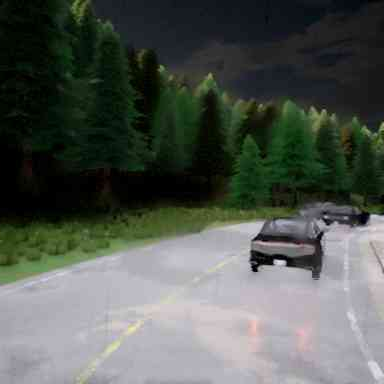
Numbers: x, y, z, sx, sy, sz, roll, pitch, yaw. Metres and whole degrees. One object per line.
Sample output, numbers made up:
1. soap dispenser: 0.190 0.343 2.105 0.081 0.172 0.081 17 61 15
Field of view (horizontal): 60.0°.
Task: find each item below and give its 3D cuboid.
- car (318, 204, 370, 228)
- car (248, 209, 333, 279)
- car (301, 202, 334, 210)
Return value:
1. car: 10.827 1.706 23.172 1.895 1.301 4.718 1 1 42
2. car: 3.100 1.520 10.326 2.128 1.511 4.902 1 0 23
3. car: 10.773 1.595 28.037 4.902 1.511 2.128 1 0 -39
